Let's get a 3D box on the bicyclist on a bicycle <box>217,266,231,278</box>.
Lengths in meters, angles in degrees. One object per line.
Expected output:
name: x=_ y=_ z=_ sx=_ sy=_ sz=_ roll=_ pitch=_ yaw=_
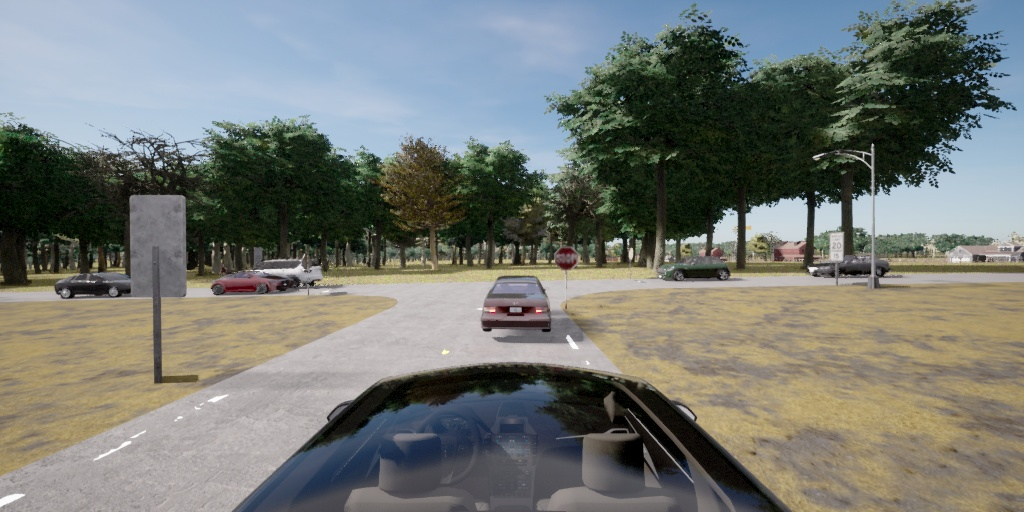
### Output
bicyclist on a bicycle: x=-22.625 y=1.603 z=28.221 sx=0.582 sy=1.620 sz=1.656 roll=-1 pitch=0 yaw=0

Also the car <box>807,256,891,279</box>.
car: x=23.471 y=0.751 z=25.118 sx=4.902 sy=1.511 sz=2.128 roll=-1 pitch=1 yaw=0

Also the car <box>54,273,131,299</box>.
car: x=-25.217 y=1.776 z=22.254 sx=4.892 sy=1.490 sz=1.837 roll=-1 pitch=1 yaw=0

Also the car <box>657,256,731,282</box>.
car: x=12.585 y=0.811 z=25.076 sx=4.553 sy=1.767 sz=2.097 roll=-1 pitch=1 yaw=-1

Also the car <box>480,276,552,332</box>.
car: x=0.172 y=1.295 z=10.829 sx=2.033 sy=1.411 sz=5.357 roll=0 pitch=0 yaw=2

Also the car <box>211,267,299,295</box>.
car: x=-16.057 y=1.625 z=22.222 sx=4.181 sy=1.385 sz=1.994 roll=-1 pitch=1 yaw=0

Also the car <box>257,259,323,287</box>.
car: x=-16.352 y=1.248 z=25.184 sx=5.566 sy=2.045 sz=2.150 roll=-1 pitch=1 yaw=0
